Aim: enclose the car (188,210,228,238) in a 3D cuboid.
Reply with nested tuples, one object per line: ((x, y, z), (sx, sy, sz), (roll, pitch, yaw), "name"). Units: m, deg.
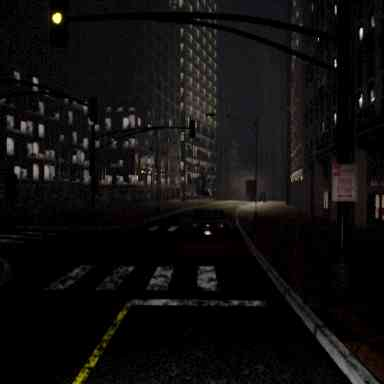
((0.914, 1.595, 17.735), (1.895, 1.301, 4.718), (0, 0, 4), "car")

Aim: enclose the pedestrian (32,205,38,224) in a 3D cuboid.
((-9.391, 1.327, 19.892), (0.500, 1.100, 0.500), (0, 0, 17), "pedestrian")
